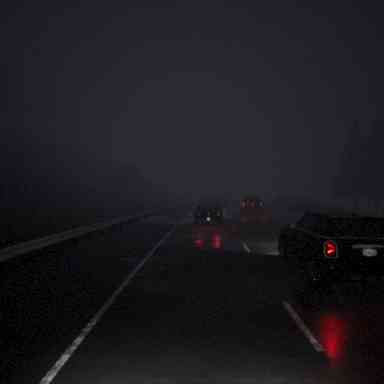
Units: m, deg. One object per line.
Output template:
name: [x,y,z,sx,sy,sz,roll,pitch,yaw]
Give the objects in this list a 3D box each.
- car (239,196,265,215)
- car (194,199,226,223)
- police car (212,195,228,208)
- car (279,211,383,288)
car: [5.566,1.138,31.274,2.097,1.767,4.553,0,0,6]
car: [1.254,1.437,23.620,1.895,1.301,4.718,0,0,5]
police car: [3.577,1.132,42.481,1.930,1.638,5.238,0,0,9]
car: [3.852,1.290,9.193,2.097,1.767,4.553,0,0,2]
